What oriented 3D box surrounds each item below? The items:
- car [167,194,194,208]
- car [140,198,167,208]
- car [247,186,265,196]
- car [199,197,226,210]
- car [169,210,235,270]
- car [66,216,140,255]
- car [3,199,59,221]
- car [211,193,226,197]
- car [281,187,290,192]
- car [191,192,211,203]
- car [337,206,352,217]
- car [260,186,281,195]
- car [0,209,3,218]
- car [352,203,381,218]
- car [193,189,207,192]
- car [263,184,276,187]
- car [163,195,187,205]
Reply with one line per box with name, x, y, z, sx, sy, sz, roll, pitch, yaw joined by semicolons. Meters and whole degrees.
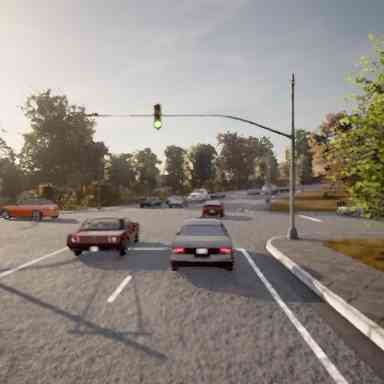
car;-1.738;1.468;46.797;2.033;1.411;5.357;0;1;15
car;-5.564;1.548;46.003;1.895;1.301;4.718;0;1;15
car;13.697;0.011;73.590;2.128;1.511;4.902;0;4;32
car;2.105;1.478;30.918;1.882;1.535;5.008;0;0;9
car;0.340;1.547;10.941;2.033;1.411;5.357;0;0;2
car;-3.263;1.600;13.230;1.895;1.301;4.718;0;0;-1
car;-13.304;1.359;27.239;4.553;1.767;2.097;0;0;17
car;5.121;0.800;65.002;1.895;1.301;4.718;0;3;25
car;22.944;-0.696;81.129;1.895;1.301;4.718;0;4;37
car;1.248;1.192;55.741;1.812;1.442;4.674;0;2;21
car;15.767;1.551;30.149;4.718;1.301;1.895;-1;0;3
car;17.245;0.018;72.693;1.895;1.301;4.718;0;4;32
car;-3.382;1.224;1.205;2.150;2.045;5.566;0;0;0
car;15.864;1.547;26.638;4.718;1.301;1.895;-1;0;3
car;1.298;0.505;65.038;2.150;2.045;5.566;0;3;23
car;19.322;-1.039;82.109;2.150;2.045;5.566;0;4;37
car;-2.681;1.276;55.197;2.033;1.411;5.357;0;2;20
